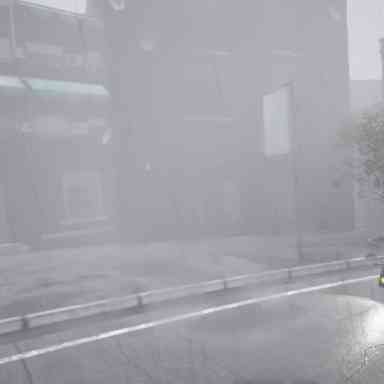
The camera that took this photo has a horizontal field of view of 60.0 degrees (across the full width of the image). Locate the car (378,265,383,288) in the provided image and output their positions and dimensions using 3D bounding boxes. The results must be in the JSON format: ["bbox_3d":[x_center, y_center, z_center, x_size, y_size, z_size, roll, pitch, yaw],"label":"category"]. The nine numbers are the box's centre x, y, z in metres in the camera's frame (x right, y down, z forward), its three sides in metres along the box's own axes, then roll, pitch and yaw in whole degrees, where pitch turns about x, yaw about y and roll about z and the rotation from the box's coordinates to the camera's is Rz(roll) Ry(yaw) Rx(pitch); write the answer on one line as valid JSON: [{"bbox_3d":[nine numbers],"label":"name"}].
[{"bbox_3d":[5.963,1.477,6.871,4.181,1.385,1.994,0,1,-24],"label":"car"}]
